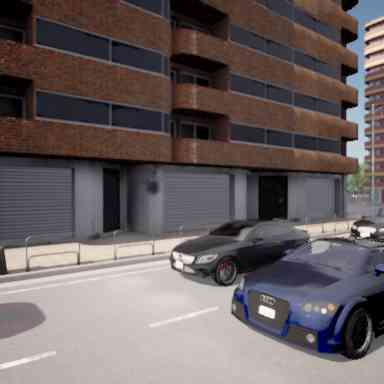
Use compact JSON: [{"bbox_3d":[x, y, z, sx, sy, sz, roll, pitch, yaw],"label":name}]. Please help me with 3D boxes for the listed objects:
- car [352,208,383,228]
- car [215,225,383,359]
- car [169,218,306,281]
[{"bbox_3d":[9.052,1.467,14.977,4.902,1.511,2.128,0,0,-36],"label":"car"},{"bbox_3d":[2.711,1.555,5.991,4.181,1.385,1.994,0,0,-35],"label":"car"},{"bbox_3d":[1.572,1.515,9.493,4.674,1.442,1.812,0,0,-36],"label":"car"}]
